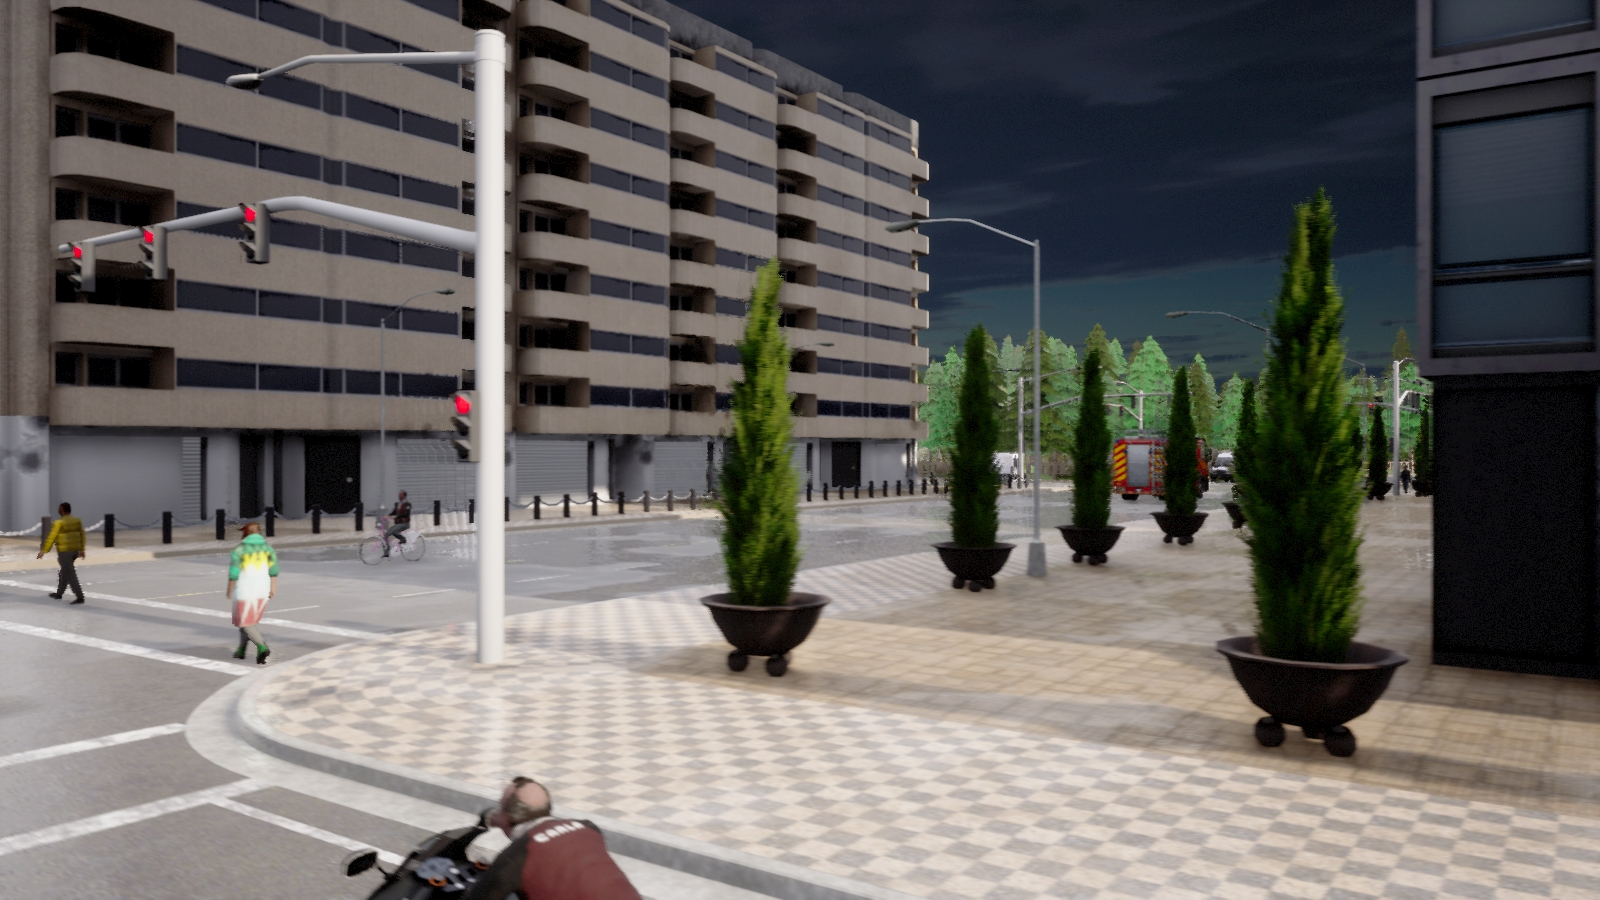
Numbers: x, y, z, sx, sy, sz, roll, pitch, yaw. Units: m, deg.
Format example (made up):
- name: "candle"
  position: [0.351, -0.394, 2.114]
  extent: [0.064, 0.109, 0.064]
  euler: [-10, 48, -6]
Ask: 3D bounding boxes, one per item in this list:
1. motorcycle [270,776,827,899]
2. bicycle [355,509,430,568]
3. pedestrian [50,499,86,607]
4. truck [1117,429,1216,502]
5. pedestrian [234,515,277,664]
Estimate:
- name: "motorcycle"
  position: [-1.061, 2.204, 4.503]
  extent: [2.209, 1.251, 0.867]
  euler: [1, 0, 35]
- name: "bicycle"
  position: [-9.749, 2.099, 27.401]
  extent: [0.329, 1.271, 1.835]
  euler: [0, 0, 35]
- name: "pedestrian"
  position: [-12.836, 1.793, 20.039]
  extent: [0.375, 1.860, 0.375]
  euler: [0, 0, 21]
- name: "truck"
  position: [20.666, 0.831, 64.070]
  extent: [2.891, 3.827, 8.468]
  euler: [0, 0, 35]
- name: "pedestrian"
  position: [-7.047, 1.791, 14.788]
  extent: [0.375, 1.860, 0.375]
  euler: [0, 0, 36]
